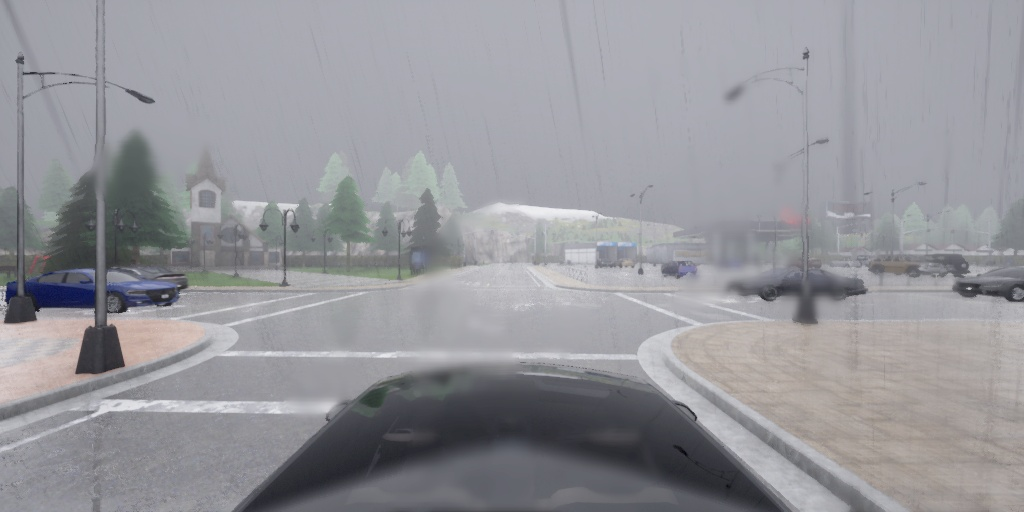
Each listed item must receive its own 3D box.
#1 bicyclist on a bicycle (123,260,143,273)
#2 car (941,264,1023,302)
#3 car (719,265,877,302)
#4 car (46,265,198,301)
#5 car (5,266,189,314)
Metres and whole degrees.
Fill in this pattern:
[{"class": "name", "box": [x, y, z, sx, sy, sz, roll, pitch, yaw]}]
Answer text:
[{"class": "bicyclist on a bicycle", "box": [-21.710, 1.035, 20.713, 0.582, 1.620, 1.656, 0, 0, 1]}, {"class": "car", "box": [23.214, 1.239, 16.297, 4.892, 1.490, 1.837, 0, 0, 1]}, {"class": "car", "box": [12.884, 1.282, 16.437, 5.357, 1.411, 2.033, 0, 0, 1]}, {"class": "car", "box": [-18.147, 1.226, 16.892, 4.902, 1.511, 2.128, 0, 0, 1]}, {"class": "car", "box": [-15.169, 1.212, 13.136, 5.008, 1.535, 1.882, 0, 0, 1]}]
